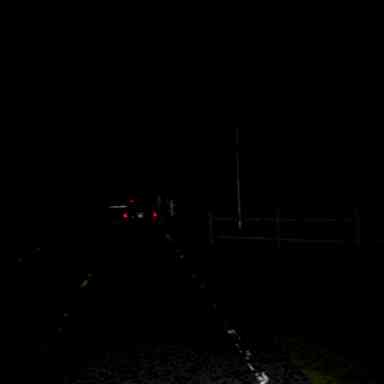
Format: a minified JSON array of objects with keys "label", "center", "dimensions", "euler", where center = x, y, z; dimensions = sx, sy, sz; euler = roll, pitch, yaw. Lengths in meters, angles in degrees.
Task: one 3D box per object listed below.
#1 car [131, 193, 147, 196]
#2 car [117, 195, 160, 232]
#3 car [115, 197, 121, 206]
[{"label":"car","center":[-5.745,1.145,36.404],"dimensions":[2.150,2.045,5.566],"euler":[-2,1,-9]},{"label":"car","center":[-3.132,1.308,20.128],"dimensions":[2.097,1.767,4.553],"euler":[-2,0,-9]},{"label":"car","center":[-11.663,1.529,55.313],"dimensions":[2.033,1.411,5.357],"euler":[-2,0,-9]}]
